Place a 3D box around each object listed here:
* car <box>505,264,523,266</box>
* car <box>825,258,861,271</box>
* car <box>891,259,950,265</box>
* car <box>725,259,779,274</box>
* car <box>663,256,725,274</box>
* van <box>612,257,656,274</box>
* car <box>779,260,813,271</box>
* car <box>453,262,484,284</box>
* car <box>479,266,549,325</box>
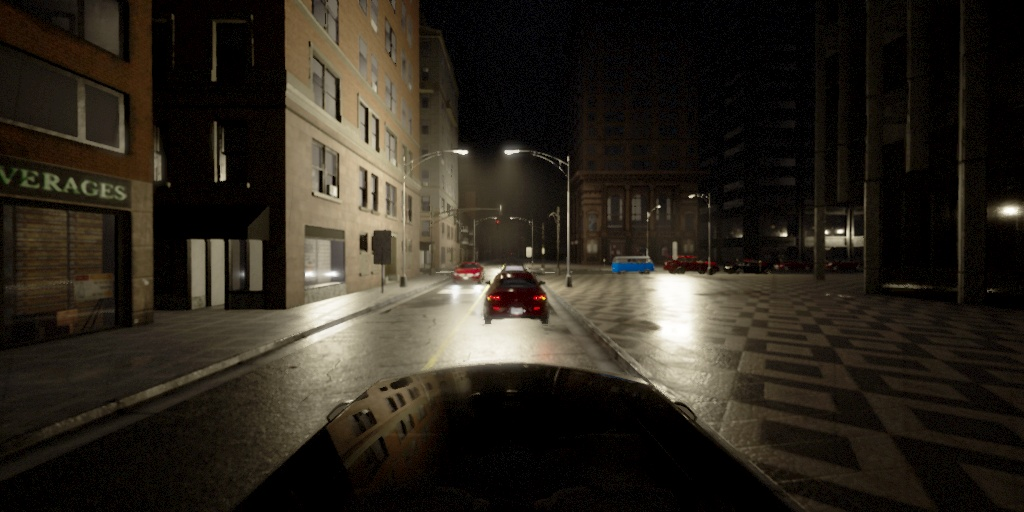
[{"bbox_3d":[0.146,1.200,23.045,1.994,1.385,4.181,0,0,0],"label":"car"},{"bbox_3d":[39.910,0.982,43.865,4.097,1.591,1.967,0,0,-1],"label":"car"},{"bbox_3d":[39.997,1.028,35.339,4.097,1.591,1.967,0,0,-1],"label":"car"},{"bbox_3d":[23.079,1.165,35.118,4.313,1.339,1.948,0,0,-1],"label":"car"},{"bbox_3d":[17.440,0.917,35.045,5.009,1.841,2.192,0,0,-1],"label":"car"},{"bbox_3d":[11.799,0.945,34.971,3.998,1.789,1.690,0,0,-1],"label":"van"},{"bbox_3d":[34.271,1.128,43.791,4.207,1.307,1.802,0,0,-1],"label":"car"},{"bbox_3d":[-2.950,1.150,25.248,1.812,1.442,4.674,0,0,0],"label":"car"},{"bbox_3d":[0.113,1.225,11.419,1.812,1.442,4.674,0,0,0],"label":"car"}]
